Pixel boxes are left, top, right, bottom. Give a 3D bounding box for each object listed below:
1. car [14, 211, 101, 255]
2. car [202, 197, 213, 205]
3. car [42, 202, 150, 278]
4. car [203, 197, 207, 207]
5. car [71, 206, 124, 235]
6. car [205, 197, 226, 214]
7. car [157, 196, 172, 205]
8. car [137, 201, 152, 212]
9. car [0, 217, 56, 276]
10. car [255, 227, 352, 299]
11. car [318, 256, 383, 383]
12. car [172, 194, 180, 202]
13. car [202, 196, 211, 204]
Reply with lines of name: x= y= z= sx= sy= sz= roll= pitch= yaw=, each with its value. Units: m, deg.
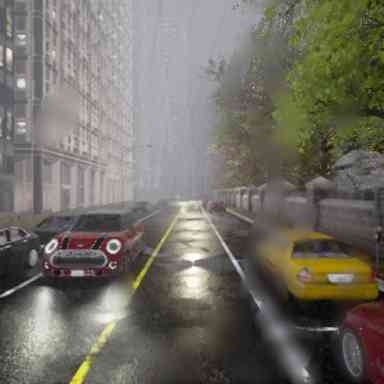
car: x=-5.451 y=1.589 z=14.136 sx=1.947 sy=1.339 sz=4.313 roll=0 pitch=0 yaw=0
car: x=2.941 y=1.659 z=64.529 sx=1.887 sy=1.381 sz=4.507 roll=0 pitch=0 yaw=1
car: x=-2.755 y=1.368 z=10.287 sx=2.097 sy=1.767 sz=4.553 roll=0 pitch=0 yaw=0
car: x=2.745 y=1.622 z=41.968 sx=2.008 sy=1.369 sz=4.403 roll=0 pitch=0 yaw=0
car: x=-5.447 y=1.598 z=19.763 sx=1.947 sy=1.339 sz=4.313 roll=0 pitch=0 yaw=0
car: x=2.735 y=1.605 z=36.335 sx=1.887 sy=1.381 sz=4.507 roll=0 pitch=0 yaw=0
car: x=-5.154 y=1.648 z=59.139 sx=1.887 sy=1.381 sz=4.507 roll=0 pitch=0 yaw=1
car: x=-5.435 y=1.628 z=36.646 sx=1.947 sy=1.339 sz=4.313 roll=0 pitch=0 yaw=0
car: x=-5.456 y=1.565 z=8.508 sx=2.008 sy=1.369 sz=4.403 roll=0 pitch=0 yaw=0
car: x=2.715 y=1.539 z=8.376 sx=1.752 sy=1.417 sz=4.829 roll=0 pitch=0 yaw=0
car: x=2.710 y=1.586 z=2.581 sx=1.802 sy=1.307 sz=4.206 roll=0 pitch=0 yaw=0
car: x=-4.772 y=1.715 z=81.641 sx=1.947 sy=1.339 sz=4.313 roll=0 pitch=0 yaw=1
car: x=3.032 y=1.651 z=70.339 sx=1.752 sy=1.417 sz=4.829 roll=0 pitch=0 yaw=1
